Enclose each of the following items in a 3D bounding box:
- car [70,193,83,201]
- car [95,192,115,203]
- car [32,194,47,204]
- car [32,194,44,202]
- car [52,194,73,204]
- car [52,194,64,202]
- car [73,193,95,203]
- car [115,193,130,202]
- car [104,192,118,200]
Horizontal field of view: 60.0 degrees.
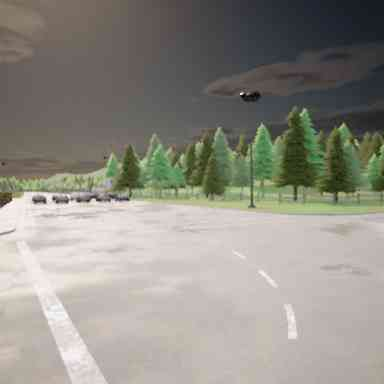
[{"bbox_3d":[-23.403,1.004,67.219,1.812,1.442,4.674,-1,1,-27],"label":"car"},{"bbox_3d":[-16.162,1.105,60.591,2.128,1.511,4.902,-1,1,-27],"label":"car"},{"bbox_3d":[-25.708,1.295,56.341,1.837,1.490,4.892,-1,1,-26],"label":"car"},{"bbox_3d":[-29.659,1.152,64.082,1.994,1.385,4.181,-1,1,-27],"label":"car"},{"bbox_3d":[-22.419,1.224,57.454,2.128,1.511,4.902,-1,1,-27],"label":"car"},{"bbox_3d":[-26.544,1.135,65.678,1.895,1.301,4.718,-1,1,-27],"label":"car"},{"bbox_3d":[-19.291,1.165,59.023,2.128,1.511,4.902,-1,1,-27],"label":"car"},{"bbox_3d":[-13.046,1.155,62.187,1.895,1.301,4.718,-1,1,-27],"label":"car"},{"bbox_3d":[-17.147,0.838,70.355,1.882,1.535,5.008,-1,1,-27],"label":"car"}]
